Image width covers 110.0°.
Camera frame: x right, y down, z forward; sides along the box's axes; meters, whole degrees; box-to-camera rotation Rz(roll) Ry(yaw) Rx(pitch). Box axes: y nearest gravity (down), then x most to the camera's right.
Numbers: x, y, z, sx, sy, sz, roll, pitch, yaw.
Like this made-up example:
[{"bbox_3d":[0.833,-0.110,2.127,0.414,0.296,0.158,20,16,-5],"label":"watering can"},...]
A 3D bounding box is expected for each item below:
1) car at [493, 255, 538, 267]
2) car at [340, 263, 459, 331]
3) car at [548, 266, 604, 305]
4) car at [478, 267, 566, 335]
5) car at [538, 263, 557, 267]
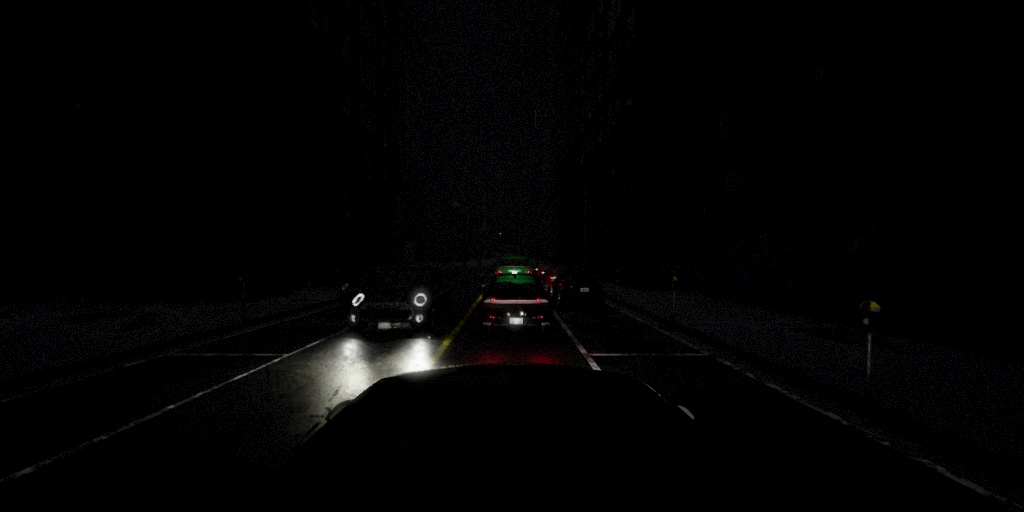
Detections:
[{"bbox_3d":[0.086,0.972,20.692,2.150,2.045,5.566,0,0,-1],"label":"car"},{"bbox_3d":[-3.103,1.100,10.953,2.097,1.767,4.553,0,0,0],"label":"car"},{"bbox_3d":[2.752,1.314,15.616,1.948,1.339,4.313,0,0,0],"label":"car"},{"bbox_3d":[0.094,1.240,10.490,2.128,1.511,4.902,0,0,0],"label":"car"},{"bbox_3d":[2.748,1.293,21.121,1.888,1.381,4.507,0,0,0],"label":"car"}]
